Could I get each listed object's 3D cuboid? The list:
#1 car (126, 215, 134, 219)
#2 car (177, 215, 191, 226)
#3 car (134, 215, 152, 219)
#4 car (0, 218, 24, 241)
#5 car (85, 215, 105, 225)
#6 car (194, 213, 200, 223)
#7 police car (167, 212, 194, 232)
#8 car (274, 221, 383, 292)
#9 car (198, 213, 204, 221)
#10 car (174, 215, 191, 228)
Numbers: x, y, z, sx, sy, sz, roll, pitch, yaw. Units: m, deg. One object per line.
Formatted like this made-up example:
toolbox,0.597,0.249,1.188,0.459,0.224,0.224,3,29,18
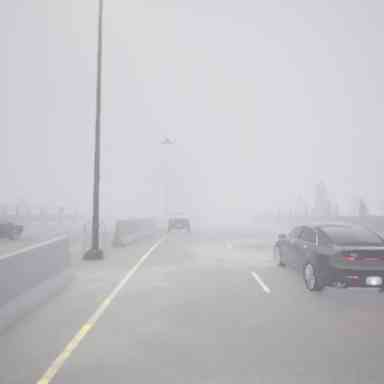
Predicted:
car,-10.526,4.874,59.554,2.033,1.411,5.357,0,-4,0
car,-1.052,3.804,44.689,1.812,1.442,4.674,0,-4,0
car,-7.055,4.207,50.412,1.812,1.442,4.674,0,-4,0
car,-10.599,1.962,16.934,1.895,1.301,4.718,0,-3,0
car,-14.068,4.077,48.564,1.812,1.442,4.674,0,-4,0
car,0.015,5.118,62.211,1.895,1.301,4.718,0,-4,2
police car,-1.052,2.585,28.845,1.930,1.638,5.238,0,-4,0
car,3.600,1.562,9.004,1.837,1.490,4.892,0,-1,0
car,1.353,5.724,76.405,2.097,1.767,4.553,-1,-4,11
car,-1.052,3.381,38.704,1.812,1.442,4.674,0,-4,0
